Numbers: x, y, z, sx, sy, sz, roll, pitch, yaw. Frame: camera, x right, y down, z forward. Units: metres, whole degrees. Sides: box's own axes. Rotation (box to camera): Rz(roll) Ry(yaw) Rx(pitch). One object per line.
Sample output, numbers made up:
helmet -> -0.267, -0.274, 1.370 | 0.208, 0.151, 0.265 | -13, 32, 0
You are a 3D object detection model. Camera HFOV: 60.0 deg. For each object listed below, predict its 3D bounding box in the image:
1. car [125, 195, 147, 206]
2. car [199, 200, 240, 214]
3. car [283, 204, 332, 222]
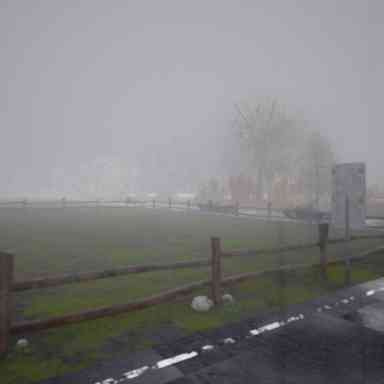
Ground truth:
car -> -8.548, 1.262, 50.729 | 2.128, 1.511, 4.902 | 0, 0, -35
car -> 2.858, 1.521, 34.592 | 1.895, 1.301, 4.718 | 0, 1, -35
car -> 9.404, 1.605, 25.381 | 1.895, 1.301, 4.718 | 0, 1, -35
